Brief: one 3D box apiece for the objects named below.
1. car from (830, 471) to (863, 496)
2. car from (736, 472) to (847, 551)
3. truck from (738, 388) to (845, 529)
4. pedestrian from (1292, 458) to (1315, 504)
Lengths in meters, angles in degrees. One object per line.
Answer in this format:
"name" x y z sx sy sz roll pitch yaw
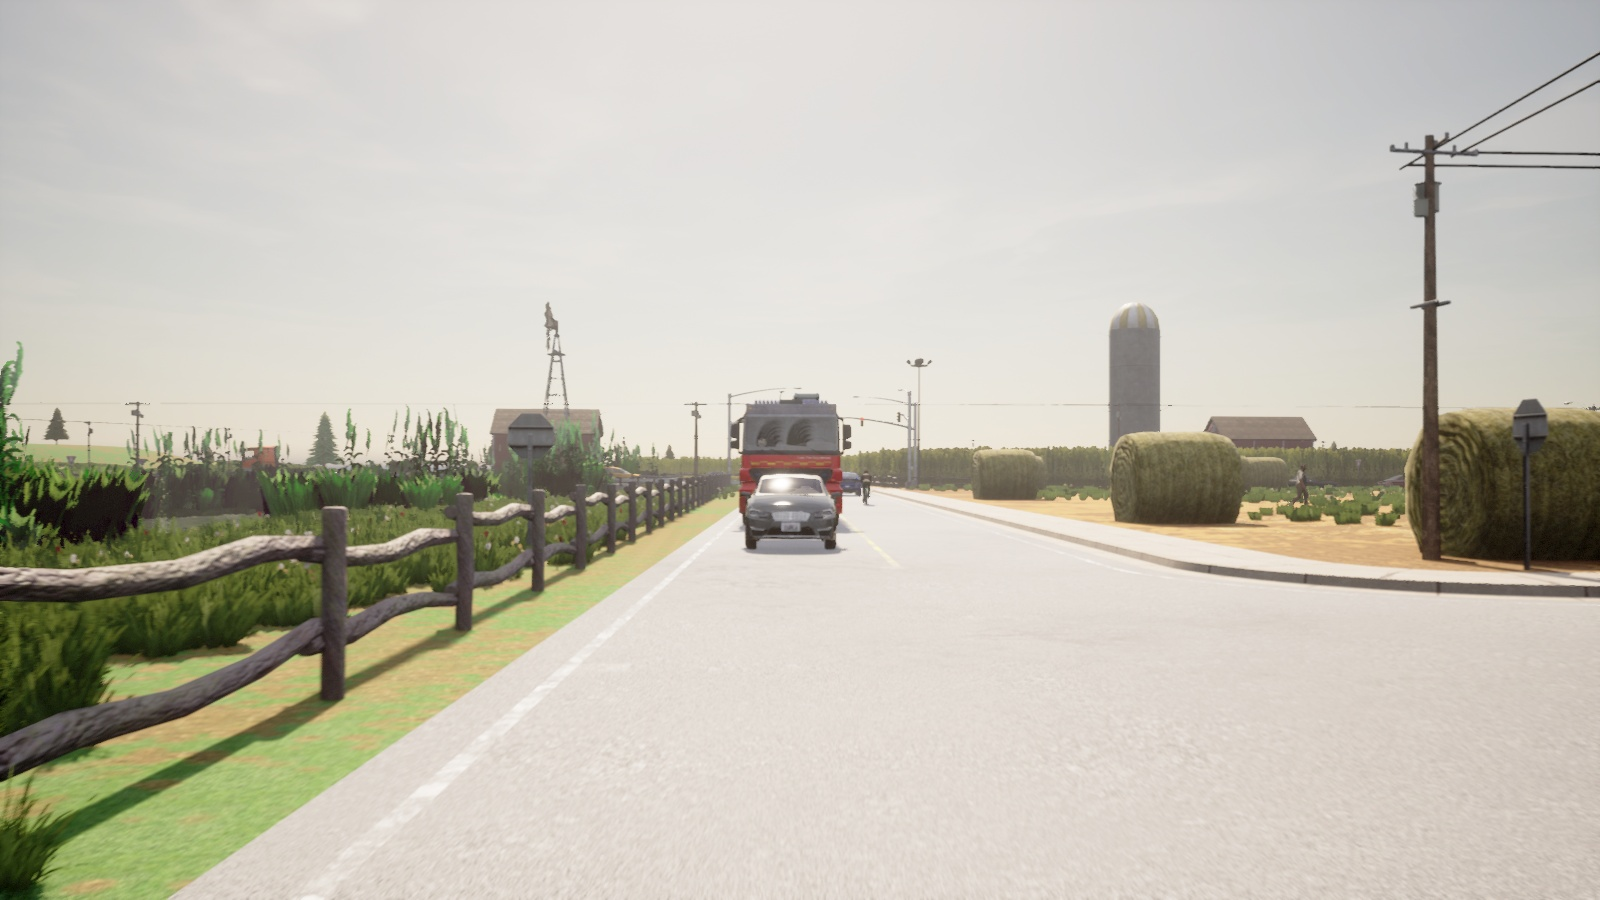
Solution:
"car" 2.964 2.132 80.706 1.882 1.535 5.008 0 -1 0
"car" -0.178 1.217 26.579 2.128 1.511 4.902 0 -1 0
"truck" -0.259 0.292 38.312 2.891 3.827 8.468 0 -1 0
"pedestrian" 20.018 1.230 49.951 0.694 1.848 0.540 -1 -1 40
